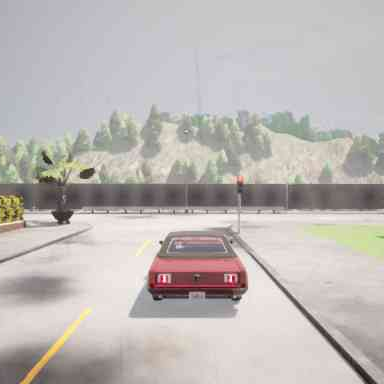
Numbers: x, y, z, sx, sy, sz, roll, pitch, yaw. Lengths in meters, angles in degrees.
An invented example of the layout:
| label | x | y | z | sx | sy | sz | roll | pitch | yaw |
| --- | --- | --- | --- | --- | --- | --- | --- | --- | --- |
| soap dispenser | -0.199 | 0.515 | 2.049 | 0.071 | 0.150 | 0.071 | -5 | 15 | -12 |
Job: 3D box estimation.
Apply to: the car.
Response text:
| label | x | y | z | sx | sy | sz | roll | pitch | yaw |
| --- | --- | --- | --- | --- | --- | --- | --- | --- | --- |
| car | 0.101 | 1.601 | 8.279 | 1.895 | 1.301 | 4.718 | 0 | 0 | 0 |
